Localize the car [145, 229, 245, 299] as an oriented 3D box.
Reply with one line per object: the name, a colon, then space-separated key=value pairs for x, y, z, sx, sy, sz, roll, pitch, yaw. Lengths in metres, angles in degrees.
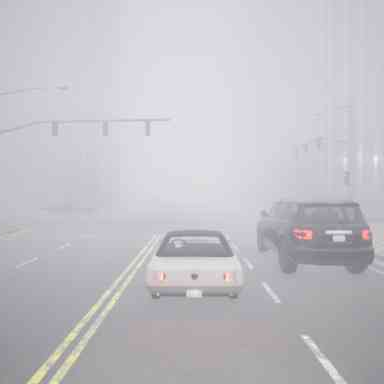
car: x=0.067 y=1.595 z=8.391 sx=1.895 sy=1.301 sz=4.718 roll=0 pitch=0 yaw=1

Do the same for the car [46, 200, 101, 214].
car: x=-12.228 y=1.523 z=34.463 sx=5.357 sy=1.411 sz=2.033 roll=0 pitch=0 yaw=6

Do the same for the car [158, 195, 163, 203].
car: x=-6.949 y=1.448 z=68.207 sx=2.128 sy=1.511 sz=4.902 roll=0 pitch=0 yaw=0

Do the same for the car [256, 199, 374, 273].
car: x=3.583 y=1.215 z=10.745 sx=2.150 sy=2.045 sz=5.566 roll=0 pitch=0 yaw=0

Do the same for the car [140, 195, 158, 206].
car: x=-7.037 y=1.527 z=53.063 sx=1.994 sy=1.385 sz=4.181 roll=0 pitch=0 yaw=0

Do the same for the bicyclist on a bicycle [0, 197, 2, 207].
bicyclist on a bicycle: x=-26.380 y=1.269 z=45.411 sx=0.582 sy=1.620 sz=1.656 roll=0 pitch=0 yaw=-1
